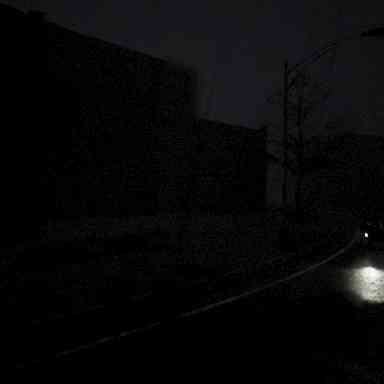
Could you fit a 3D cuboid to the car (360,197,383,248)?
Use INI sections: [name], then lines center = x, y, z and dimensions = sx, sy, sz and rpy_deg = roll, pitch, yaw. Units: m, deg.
[car]
center = 8.845, 1.243, 14.685
dimensions = 2.150, 2.045, 5.566
rpy_deg = 0, 0, 30
